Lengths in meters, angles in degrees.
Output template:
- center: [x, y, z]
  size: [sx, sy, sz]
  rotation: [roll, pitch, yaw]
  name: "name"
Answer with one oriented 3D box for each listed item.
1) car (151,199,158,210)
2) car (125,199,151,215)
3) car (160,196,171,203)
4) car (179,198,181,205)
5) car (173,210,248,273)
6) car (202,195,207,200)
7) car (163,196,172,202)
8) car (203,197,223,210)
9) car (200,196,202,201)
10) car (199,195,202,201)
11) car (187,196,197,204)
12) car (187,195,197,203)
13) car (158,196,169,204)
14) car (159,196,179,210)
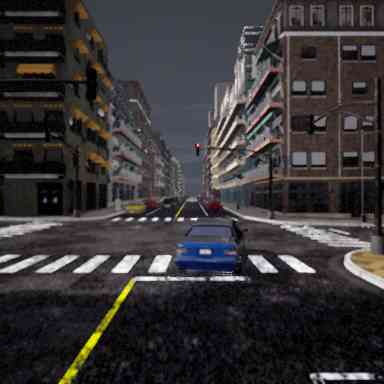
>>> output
- center: [-5.681, 1.608, 45.126]
  size: [1.887, 1.381, 4.507]
  rotation: [1, 0, 0]
  name: "car"
- center: [-5.681, 1.572, 33.910]
  size: [1.752, 1.417, 4.829]
  rotation: [1, 0, 0]
  name: "car"
- center: [-5.679, 1.656, 72.744]
  size: [2.008, 1.369, 4.403]
  rotation: [1, 0, 0]
  name: "car"
- center: [-3.044, 1.588, 60.427]
  size: [1.837, 1.490, 4.892]
  rotation: [0, 0, 1]
  name: "car"
- center: [0.789, 1.562, 10.853]
  size: [2.033, 1.411, 5.357]
  rotation: [0, 0, 11]
  name: "car"
- center: [2.701, 1.503, 45.112]
  size: [1.967, 1.590, 4.097]
  rotation: [1, 0, 0]
  name: "car"
- center: [-5.679, 1.659, 78.267]
  size: [1.887, 1.381, 4.507]
  rotation: [1, 0, 0]
  name: "car"
- center: [2.700, 1.599, 39.588]
  size: [1.887, 1.381, 4.507]
  rotation: [1, 0, 0]
  name: "car"
- center: [2.701, 1.661, 56.159]
  size: [1.802, 1.307, 4.206]
  rotation: [1, 0, 0]
  name: "car"
- center: [3.005, 1.482, 87.901]
  size: [2.097, 1.767, 4.553]
  rotation: [0, 0, 0]
  name: "car"
- center: [0.005, 1.695, 65.879]
  size: [1.895, 1.301, 4.718]
  rotation: [0, 0, 0]
  name: "car"
- center: [0.005, 1.567, 75.856]
  size: [2.128, 1.511, 4.902]
  rotation: [0, 0, 0]
  name: "car"
- center: [-5.679, 1.622, 67.051]
  size: [1.752, 1.417, 4.829]
  rotation: [1, 0, 0]
  name: "car"
- center: [-3.090, 1.587, 44.129]
  size: [1.812, 1.442, 4.674]
  rotation: [0, 0, 0]
  name: "car"
